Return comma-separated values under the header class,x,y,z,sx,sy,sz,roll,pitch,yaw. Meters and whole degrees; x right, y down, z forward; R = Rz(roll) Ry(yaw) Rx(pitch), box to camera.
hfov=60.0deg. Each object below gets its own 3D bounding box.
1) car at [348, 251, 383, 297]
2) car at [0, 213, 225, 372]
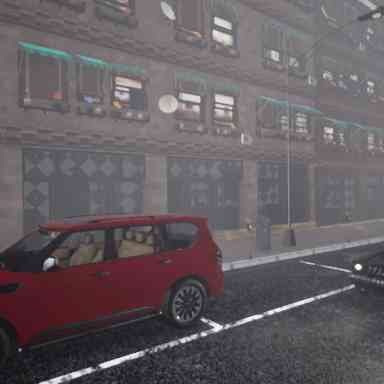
class,x,y,z,sx,sy,sz,roll,pitch,yaw
car,5.518,1.597,7.402,4.718,1.301,1.895,0,0,-36
car,-1.717,1.314,5.378,5.009,1.841,2.192,0,-1,-36
